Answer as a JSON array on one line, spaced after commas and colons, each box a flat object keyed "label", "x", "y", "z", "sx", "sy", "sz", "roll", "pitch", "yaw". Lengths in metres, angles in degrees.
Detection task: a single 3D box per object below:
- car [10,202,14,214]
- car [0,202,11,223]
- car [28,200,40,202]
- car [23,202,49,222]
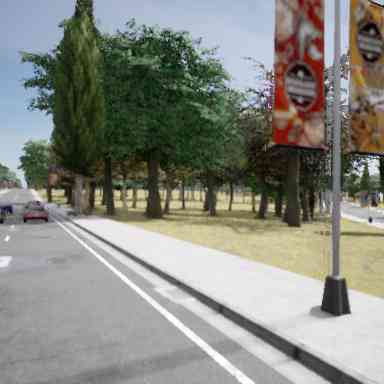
[{"label": "car", "x": -23.167, "y": 1.920, "z": 41.083, "sx": 1.882, "sy": 1.535, "sz": 5.008, "roll": 1, "pitch": -1, "yaw": -26}, {"label": "car", "x": -16.466, "y": 1.828, "z": 27.518, "sx": 2.033, "sy": 1.411, "sz": 5.357, "roll": 1, "pitch": -1, "yaw": -26}, {"label": "car", "x": -19.904, "y": 1.813, "z": 41.812, "sx": 2.097, "sy": 1.767, "sz": 4.553, "roll": 1, "pitch": -1, "yaw": -26}, {"label": "car", "x": -13.898, "y": 1.879, "z": 29.655, "sx": 1.994, "sy": 1.385, "sz": 4.181, "roll": 1, "pitch": -1, "yaw": -26}]
